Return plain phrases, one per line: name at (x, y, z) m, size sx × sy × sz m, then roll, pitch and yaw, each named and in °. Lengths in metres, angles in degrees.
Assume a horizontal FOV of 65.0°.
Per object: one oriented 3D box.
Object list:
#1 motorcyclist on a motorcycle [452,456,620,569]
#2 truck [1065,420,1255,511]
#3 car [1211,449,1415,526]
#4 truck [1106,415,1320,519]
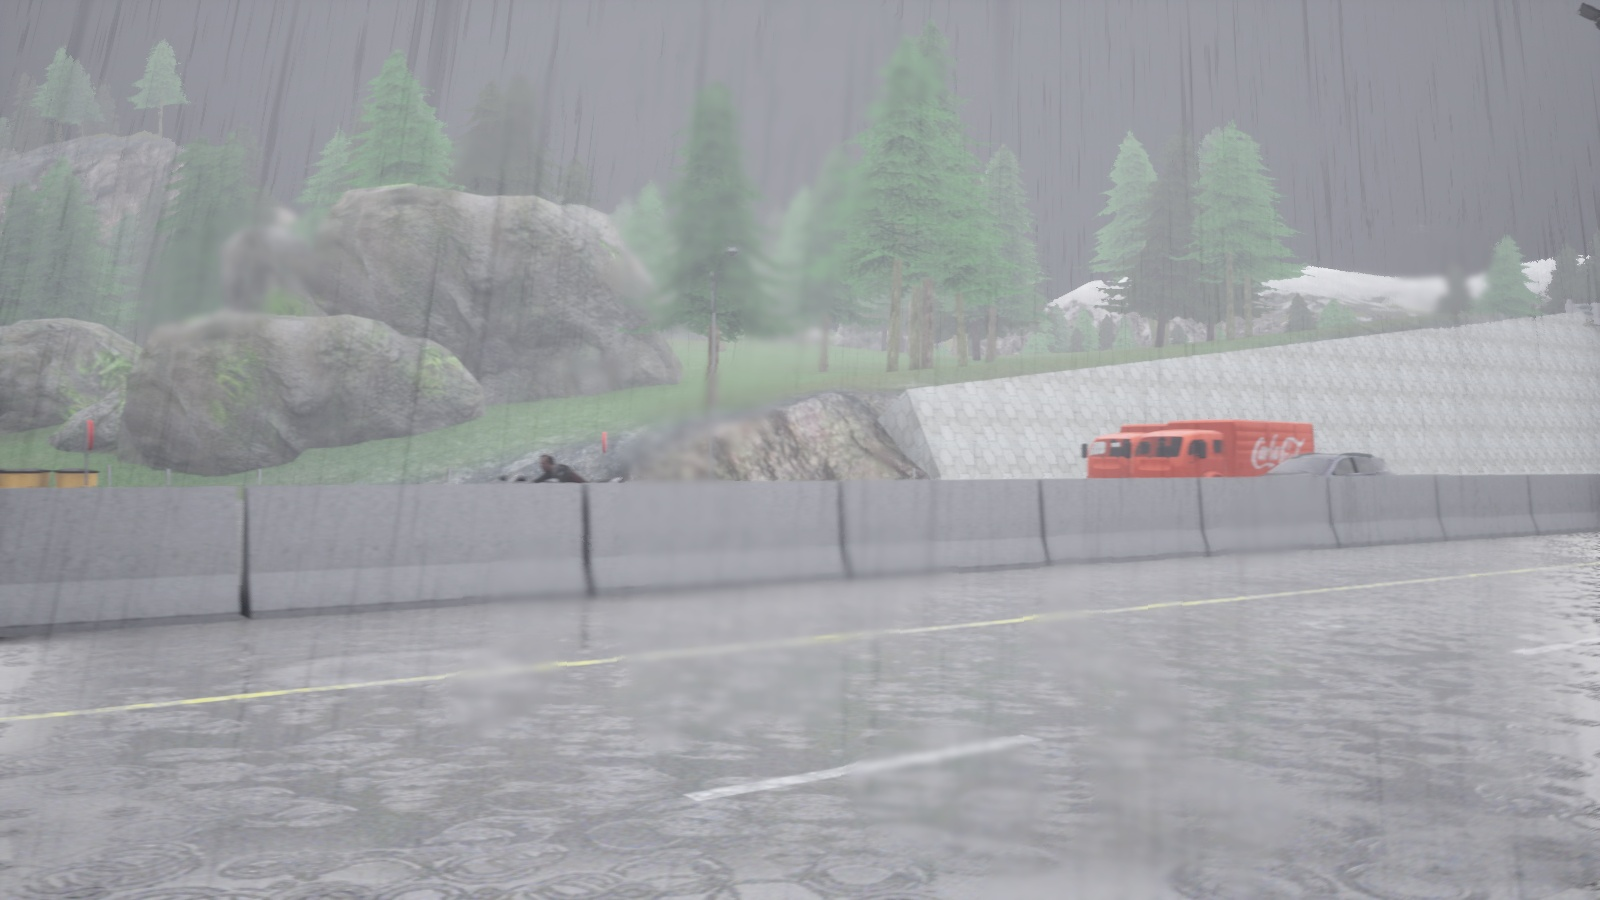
motorcyclist on a motorcycle at (-3.783, 0.858, 18.082) m, size 2.191 × 1.530 × 0.866 m, roll 0°, pitch 0°, yaw -35°
truck at (10.518, 0.433, 36.565) m, size 5.204 × 2.467 × 2.627 m, roll 0°, pitch 0°, yaw -35°
car at (11.886, 0.817, 28.987) m, size 4.856 × 1.649 × 2.033 m, roll 0°, pitch 0°, yaw -35°
truck at (10.698, 0.414, 32.426) m, size 5.204 × 2.467 × 2.627 m, roll 0°, pitch 0°, yaw -35°
